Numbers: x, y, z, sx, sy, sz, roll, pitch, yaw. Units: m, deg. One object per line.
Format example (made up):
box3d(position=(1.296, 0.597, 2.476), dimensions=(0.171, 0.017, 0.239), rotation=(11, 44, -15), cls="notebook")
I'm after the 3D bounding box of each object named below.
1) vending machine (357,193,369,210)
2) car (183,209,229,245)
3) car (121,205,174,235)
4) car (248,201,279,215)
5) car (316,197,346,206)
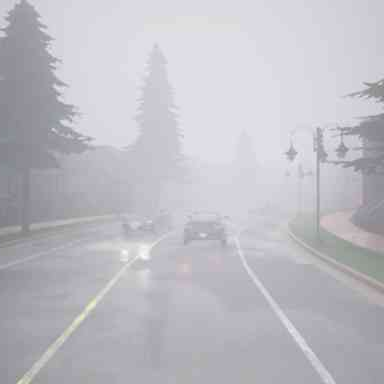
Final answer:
box3d(position=(21.972, 1.209, 42.687), dimensions=(0.880, 2.100, 1.100), rotation=(0, 0, -37), cls="vending machine")
box3d(position=(0.720, 1.531, 15.482), dimensions=(1.812, 1.442, 4.674), rotation=(0, 0, 7), cls="car")
box3d(position=(-2.393, 1.498, 19.010), dimensions=(2.128, 1.511, 4.902), rotation=(0, 0, 12), cls="car")
box3d(position=(7.454, 1.612, 34.242), dimensions=(1.895, 1.301, 4.718), rotation=(0, 0, 31), cls="car")
box3d(position=(22.415, 1.564, 53.543), dimensions=(5.357, 1.411, 2.033), rotation=(0, 0, -30), cls="car")
